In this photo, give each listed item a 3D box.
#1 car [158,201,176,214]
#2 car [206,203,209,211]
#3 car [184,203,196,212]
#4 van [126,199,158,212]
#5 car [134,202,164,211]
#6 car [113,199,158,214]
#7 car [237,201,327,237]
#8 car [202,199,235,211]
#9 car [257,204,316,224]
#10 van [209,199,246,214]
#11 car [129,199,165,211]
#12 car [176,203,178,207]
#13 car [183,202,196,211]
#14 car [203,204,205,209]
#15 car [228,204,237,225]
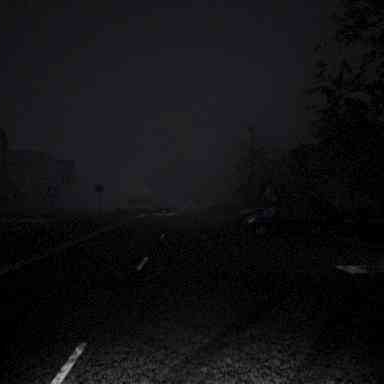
[{"bbox_3d":[-3.532,2.157,44.663,2.033,1.411,5.357,0,-2,-1],"label":"car"},{"bbox_3d":[5.050,2.145,45.689,5.366,1.575,1.946,0,-2,0],"label":"car"},{"bbox_3d":[-0.296,2.423,53.424,1.812,1.442,4.674,0,-2,0],"label":"car"},{"bbox_3d":[-7.320,1.993,49.394,4.442,1.987,1.878,0,-2,-1],"label":"van"},{"bbox_3d":[-7.534,2.547,58.488,5.008,1.535,2.097,0,-2,-1],"label":"car"},{"bbox_3d":[-7.569,2.041,43.433,5.366,1.575,1.946,0,-2,0],"label":"car"},{"bbox_3d":[5.116,1.563,18.935,4.553,1.767,2.185,0,-1,0],"label":"car"},{"bbox_3d":[4.689,2.379,59.527,5.566,2.045,2.435,0,-2,-1],"label":"car"},{"bbox_3d":[8.469,1.944,29.924,4.674,1.442,1.812,4,-2,-9],"label":"car"},{"bbox_3d":[4.773,1.845,42.899,4.442,1.987,1.878,0,-2,0],"label":"van"},{"bbox_3d":[-7.470,2.180,55.583,5.566,2.045,2.435,0,-2,-1],"label":"car"},{"bbox_3d":[-3.651,2.437,61.350,1.812,1.442,4.674,0,-2,-1],"label":"car"},{"bbox_3d":[-0.398,2.782,63.291,2.128,1.511,4.902,0,-3,2],"label":"car"},{"bbox_3d":[4.763,2.164,54.069,5.566,2.045,2.435,0,-2,-1],"label":"car"},{"bbox_3d":[5.043,1.762,22.103,4.674,1.452,2.002,0,-1,0],"label":"car"}]
